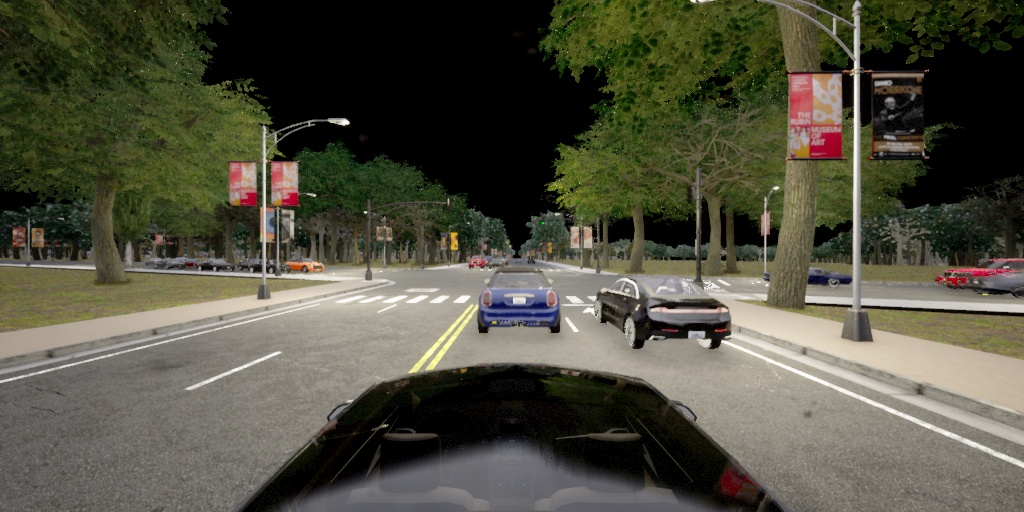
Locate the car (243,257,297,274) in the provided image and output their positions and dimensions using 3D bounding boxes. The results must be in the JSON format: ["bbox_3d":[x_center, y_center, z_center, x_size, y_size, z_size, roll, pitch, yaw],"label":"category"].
[{"bbox_3d":[-25.926,1.096,38.338,5.008,1.535,1.882,0,0,22],"label":"car"}]

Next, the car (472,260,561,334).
[{"bbox_3d":[0.194,1.100,10.753,2.097,1.767,4.553,0,0,1],"label":"car"}]

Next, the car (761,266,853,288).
[{"bbox_3d":[20.389,1.473,25.034,4.718,1.301,1.895,0,0,24],"label":"car"}]

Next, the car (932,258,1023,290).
[{"bbox_3d":[29.304,1.150,21.055,5.566,2.045,2.150,0,0,25],"label":"car"}]

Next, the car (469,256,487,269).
[{"bbox_3d":[-5.639,0.969,57.921,2.150,2.045,5.566,0,0,1],"label":"car"}]

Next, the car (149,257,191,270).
[{"bbox_3d":[-44.530,1.026,46.679,4.892,1.490,1.837,0,0,24],"label":"car"}]

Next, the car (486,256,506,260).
[{"bbox_3d":[-2.409,1.099,55.854,2.097,1.767,4.553,0,0,1],"label":"car"}]

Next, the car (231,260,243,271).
[{"bbox_3d":[-31.995,1.068,44.613,4.902,1.511,2.128,0,0,24],"label":"car"}]

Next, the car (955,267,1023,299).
[{"bbox_3d":[27.194,1.472,18.227,5.357,1.411,2.033,0,0,24],"label":"car"}]

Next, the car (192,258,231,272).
[{"bbox_3d":[-34.997,1.047,42.395,5.008,1.535,1.882,0,0,24],"label":"car"}]

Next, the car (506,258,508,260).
[{"bbox_3d":[-2.219,1.348,64.845,1.895,1.301,4.718,0,0,1],"label":"car"}]

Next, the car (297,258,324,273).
[{"bbox_3d":[-23.639,0.975,40.883,4.553,1.767,2.097,0,0,24],"label":"car"}]

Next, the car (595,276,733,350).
[{"bbox_3d":[3.432,1.241,9.063,2.128,1.511,4.902,0,0,0],"label":"car"}]

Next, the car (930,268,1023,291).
[{"bbox_3d":[31.477,1.533,23.652,4.718,1.301,1.895,0,0,24],"label":"car"}]
